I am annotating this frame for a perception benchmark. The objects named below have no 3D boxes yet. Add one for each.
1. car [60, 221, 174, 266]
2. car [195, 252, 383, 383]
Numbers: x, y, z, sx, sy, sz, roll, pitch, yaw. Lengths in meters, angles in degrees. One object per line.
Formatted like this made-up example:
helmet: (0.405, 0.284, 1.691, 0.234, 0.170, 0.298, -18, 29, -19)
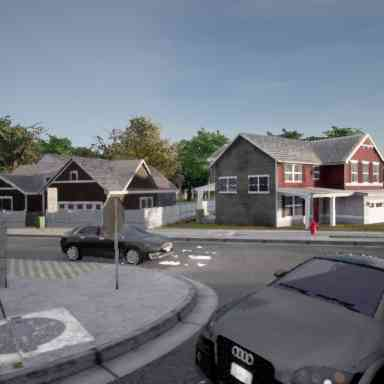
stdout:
car: (-3.071, 1.959, 13.356, 4.892, 1.490, 1.837, -2, 0, 25)
car: (2.109, 1.565, 4.335, 4.181, 1.385, 1.994, 0, 0, -35)
